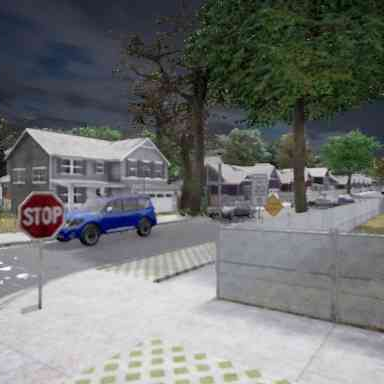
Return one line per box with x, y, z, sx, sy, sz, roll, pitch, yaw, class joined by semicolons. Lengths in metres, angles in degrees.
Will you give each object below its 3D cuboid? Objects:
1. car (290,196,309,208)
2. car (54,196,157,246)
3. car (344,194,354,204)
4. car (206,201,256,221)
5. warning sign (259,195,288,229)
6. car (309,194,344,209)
13.517;1.213;40.653;1.994;1.385;4.181;1;1;36;car
-4.052;1.227;15.962;2.150;2.045;5.566;1;1;35;car
21.729;1.043;47.388;1.812;1.442;4.674;1;1;35;car
3.259;1.418;26.274;2.033;1.411;5.357;1;1;35;car
4.618;1.084;18.926;1.300;1.860;1.060;0;0;35;warning sign
15.748;1.163;38.890;2.128;1.511;4.902;1;1;36;car
